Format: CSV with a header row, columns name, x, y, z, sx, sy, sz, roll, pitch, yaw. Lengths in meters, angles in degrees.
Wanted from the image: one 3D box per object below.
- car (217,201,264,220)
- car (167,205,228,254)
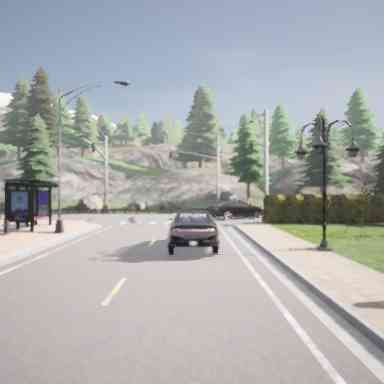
name,x,y,z,sx,sy,sz,roll,pitch,yaw
car,3.715,1.487,27.771,5.008,1.535,1.882,0,-2,-27
car,0.060,1.488,13.395,2.128,1.511,4.902,0,0,0
